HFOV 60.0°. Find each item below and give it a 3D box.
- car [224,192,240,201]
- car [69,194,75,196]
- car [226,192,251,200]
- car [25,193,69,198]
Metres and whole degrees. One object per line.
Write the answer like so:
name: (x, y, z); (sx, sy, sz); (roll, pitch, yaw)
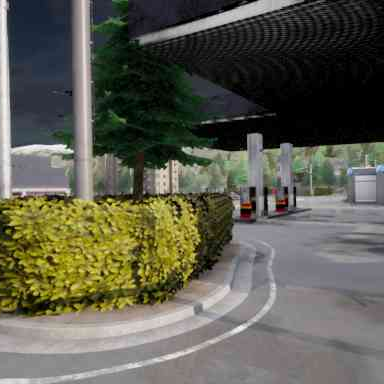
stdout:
car: (7.494, 0.846, 63.885); (5.027, 1.636, 2.152); (-1, 1, 35)
car: (-24.183, 1.116, 63.865); (3.866, 1.878, 1.905); (-1, 1, 35)
car: (9.267, 0.807, 66.472); (4.514, 1.523, 2.007); (-1, 1, 35)
car: (-14.728, 1.179, 33.572); (3.866, 1.878, 1.905); (-1, 1, 35)
